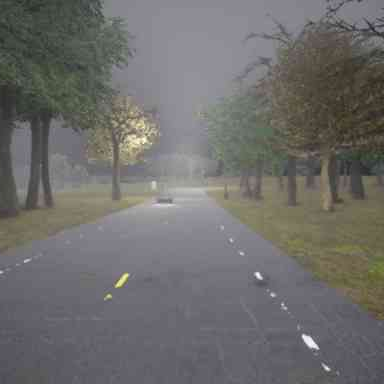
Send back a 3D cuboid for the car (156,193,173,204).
[{"bbox_3d":[-3.559,0.862,44.326,1.994,1.385,4.181,0,1,0],"label":"car"}]
